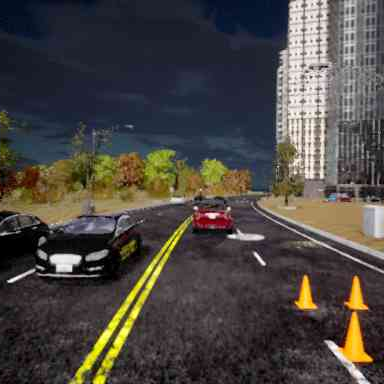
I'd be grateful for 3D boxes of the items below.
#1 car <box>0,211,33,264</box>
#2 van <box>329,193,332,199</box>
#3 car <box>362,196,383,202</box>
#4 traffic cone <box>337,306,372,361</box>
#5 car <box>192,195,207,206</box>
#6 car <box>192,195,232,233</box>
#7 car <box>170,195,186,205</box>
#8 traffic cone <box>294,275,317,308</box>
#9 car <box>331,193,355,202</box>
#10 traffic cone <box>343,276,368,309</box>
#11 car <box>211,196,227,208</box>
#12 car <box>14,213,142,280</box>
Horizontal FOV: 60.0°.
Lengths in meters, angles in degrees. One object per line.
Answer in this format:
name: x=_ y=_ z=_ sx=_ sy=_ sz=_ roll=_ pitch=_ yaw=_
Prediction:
car: x=-5.980 y=1.373 z=9.872 sx=1.837 sy=1.490 sz=4.892 roll=1 pitch=0 yaw=2
van: x=35.454 y=1.212 z=80.708 sx=3.998 sy=1.788 sz=1.690 roll=0 pitch=1 yaw=15
car: x=38.777 y=1.522 z=70.991 sx=4.313 sy=1.339 sz=1.947 roll=0 pitch=1 yaw=15
traffic cone: x=2.244 y=1.963 z=4.608 sx=0.340 sy=0.580 sz=0.340 roll=1 pitch=0 yaw=0
car: x=1.224 y=1.261 z=52.285 sx=1.837 sy=1.490 sz=4.892 roll=1 pitch=1 yaw=9
car: x=1.172 y=1.274 z=19.276 sx=2.097 sy=1.767 sz=4.553 roll=1 pitch=0 yaw=3
car: x=-2.157 y=1.238 z=51.667 sx=1.812 sy=1.442 sz=4.674 roll=1 pitch=0 yaw=9
traffic cone: x=2.253 y=1.954 z=6.608 sx=0.340 sy=0.580 sz=0.340 roll=1 pitch=0 yaw=0
car: x=33.259 y=1.356 z=72.370 sx=4.097 sy=1.590 sz=1.967 roll=0 pitch=1 yaw=15
traffic cone: x=3.253 y=1.967 z=6.603 sx=0.340 sy=0.580 sz=0.340 roll=1 pitch=0 yaw=0
car: x=3.774 y=1.303 z=46.046 sx=1.882 sy=1.535 sz=5.008 roll=1 pitch=0 yaw=8
car: x=-2.731 y=1.405 z=9.782 sx=2.128 sy=1.511 sz=4.902 roll=1 pitch=0 yaw=2
